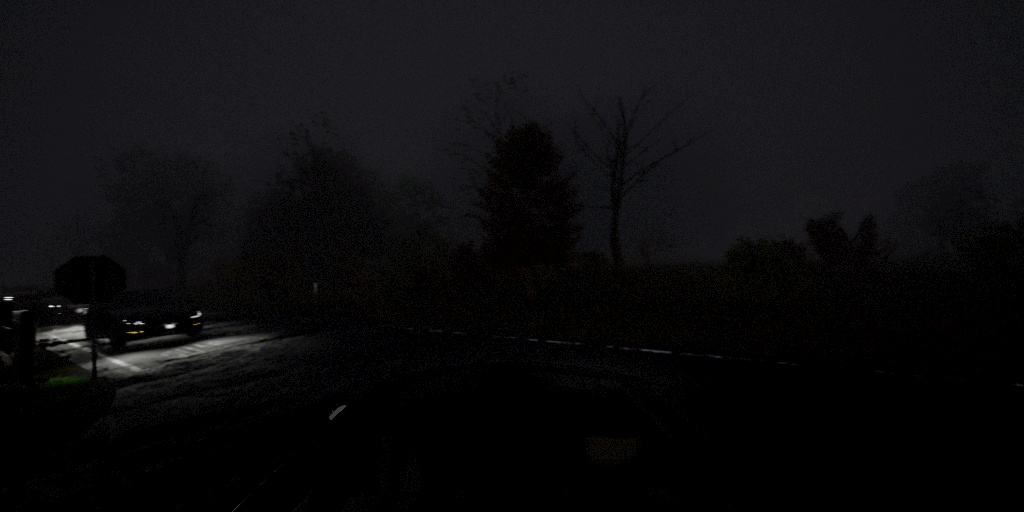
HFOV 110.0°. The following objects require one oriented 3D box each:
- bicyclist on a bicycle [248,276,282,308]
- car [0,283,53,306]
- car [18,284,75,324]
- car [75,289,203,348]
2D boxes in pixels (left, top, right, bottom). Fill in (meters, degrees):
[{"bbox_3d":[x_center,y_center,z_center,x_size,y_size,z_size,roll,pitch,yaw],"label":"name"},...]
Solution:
[{"bbox_3d":[-13.177,1.908,19.160,0.582,1.620,1.656,-2,0,31],"label":"bicyclist on a bicycle"},{"bbox_3d":[-33.464,2.719,24.453,5.008,1.535,1.882,-3,-1,31],"label":"car"},{"bbox_3d":[-20.818,2.193,16.796,4.902,1.511,2.128,-3,-1,31],"label":"car"},{"bbox_3d":[-11.632,1.804,11.259,4.892,1.490,1.837,-3,-1,31],"label":"car"}]
